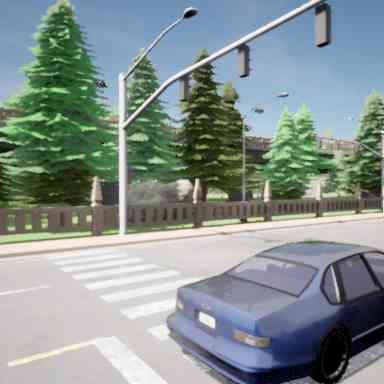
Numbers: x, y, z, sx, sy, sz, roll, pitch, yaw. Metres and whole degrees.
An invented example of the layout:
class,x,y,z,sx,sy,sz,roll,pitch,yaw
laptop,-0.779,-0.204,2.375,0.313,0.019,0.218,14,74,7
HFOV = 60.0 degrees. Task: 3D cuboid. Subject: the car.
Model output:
class,x,y,z,sx,sy,sz,roll,pitch,yaw
car,2.224,1.525,5.338,5.357,1.411,2.033,0,0,-35
